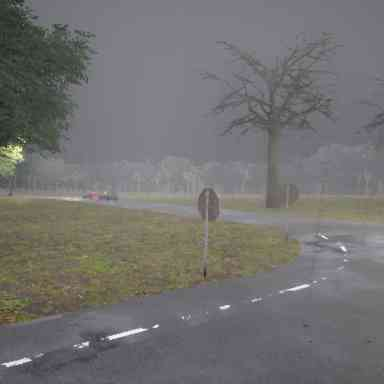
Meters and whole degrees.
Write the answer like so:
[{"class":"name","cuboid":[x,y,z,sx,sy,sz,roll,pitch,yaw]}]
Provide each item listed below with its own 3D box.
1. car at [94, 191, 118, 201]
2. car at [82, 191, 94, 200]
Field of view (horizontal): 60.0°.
[{"class":"car","cuboid":[-13.487,0.660,53.483,2.128,1.511,4.902,2,-1,-35]},{"class":"car","cuboid":[-18.250,0.612,60.040,1.882,1.535,5.008,2,-1,-36]}]
